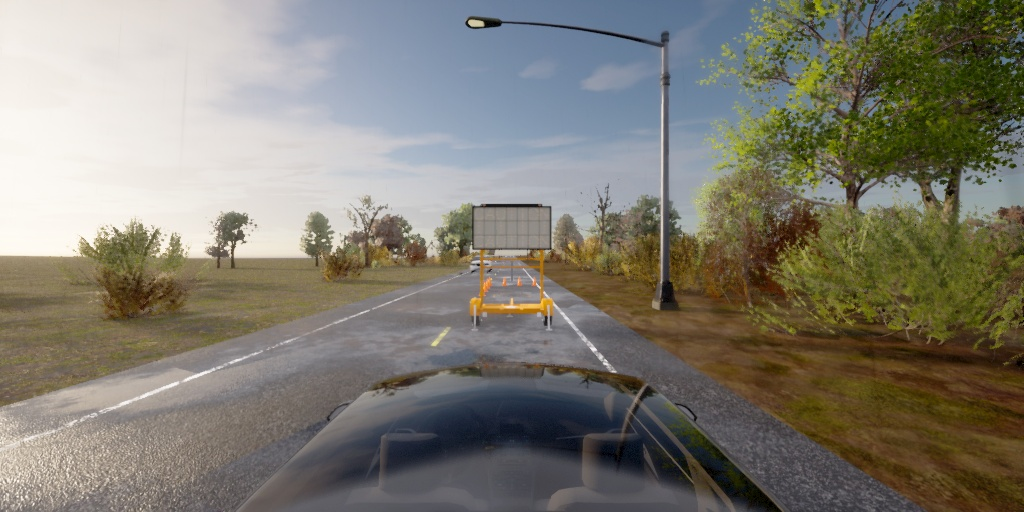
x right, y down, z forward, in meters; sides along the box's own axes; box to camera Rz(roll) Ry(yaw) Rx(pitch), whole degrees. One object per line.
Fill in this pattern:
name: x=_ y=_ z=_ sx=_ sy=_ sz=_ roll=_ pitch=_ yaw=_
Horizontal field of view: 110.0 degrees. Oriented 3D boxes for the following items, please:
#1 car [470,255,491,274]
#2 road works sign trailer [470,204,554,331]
car: x=-3.614 y=0.946 z=42.232 sx=2.150 sy=2.045 sz=5.566 roll=0 pitch=0 yaw=0
road works sign trailer: x=-0.003 y=0.214 z=11.009 sx=2.380 sy=3.560 sz=2.880 roll=0 pitch=0 yaw=0
